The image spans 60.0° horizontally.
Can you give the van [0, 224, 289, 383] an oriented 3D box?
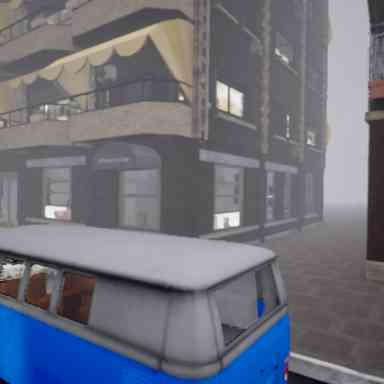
[{"bbox_3d":[-0.997,1.329,3.571,3.998,1.788,1.690,0,1,36],"label":"van"}]
